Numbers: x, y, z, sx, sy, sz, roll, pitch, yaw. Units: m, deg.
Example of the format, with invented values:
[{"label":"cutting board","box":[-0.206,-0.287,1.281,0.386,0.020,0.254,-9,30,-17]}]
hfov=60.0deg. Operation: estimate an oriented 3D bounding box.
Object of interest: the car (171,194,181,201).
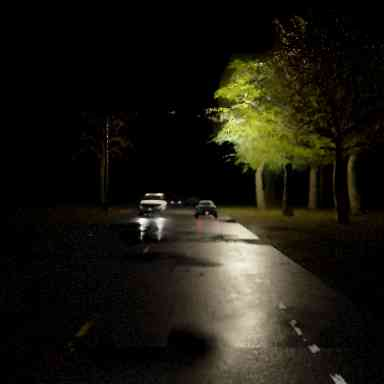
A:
[{"label":"car","box":[-3.515,1.136,73.289,2.097,1.767,4.553,0,0,0]}]

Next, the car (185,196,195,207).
[{"label":"car","box":[0.002,1.460,47.969,1.994,1.385,4.181,0,0,0]}]

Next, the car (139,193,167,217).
[{"label":"car","box":[-3.603,1.158,31.370,2.150,2.045,5.566,0,0,0]}]

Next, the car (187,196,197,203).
[{"label":"car","box":[-0.013,1.459,64.079,1.895,1.301,4.718,0,0,0]}]

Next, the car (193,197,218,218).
[{"label":"car","box":[1.219,1.468,29.166,1.812,1.442,4.674,0,0,0]}]
